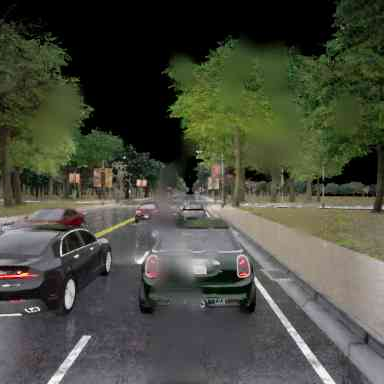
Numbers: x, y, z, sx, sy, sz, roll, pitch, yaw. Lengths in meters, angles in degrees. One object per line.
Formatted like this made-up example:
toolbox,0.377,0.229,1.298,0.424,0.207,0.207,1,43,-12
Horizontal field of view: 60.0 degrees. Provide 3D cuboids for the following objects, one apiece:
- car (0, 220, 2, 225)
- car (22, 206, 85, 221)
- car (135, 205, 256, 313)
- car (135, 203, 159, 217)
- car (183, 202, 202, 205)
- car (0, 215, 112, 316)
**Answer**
car,-9.873,1.526,13.949,1.812,1.442,4.674,0,0,0
car,-6.626,1.479,15.870,1.882,1.535,5.008,0,0,0
car,0.089,1.352,7.818,2.097,1.767,4.553,0,0,0
car,-3.192,1.535,25.435,1.812,1.442,4.674,0,0,0
car,0.057,1.499,24.216,2.128,1.511,4.902,0,0,0
car,-3.162,1.505,7.545,1.837,1.490,4.892,0,0,0
